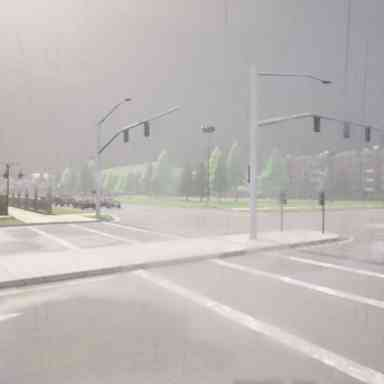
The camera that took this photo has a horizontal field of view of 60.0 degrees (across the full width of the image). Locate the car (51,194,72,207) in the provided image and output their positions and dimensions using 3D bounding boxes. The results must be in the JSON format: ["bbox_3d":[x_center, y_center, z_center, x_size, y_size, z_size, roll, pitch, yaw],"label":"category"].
[{"bbox_3d":[-20.295,1.304,53.146,2.150,2.045,5.566,0,0,-36],"label":"car"}]

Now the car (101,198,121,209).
[{"bbox_3d":[-11.772,1.596,47.377,2.128,1.511,4.902,0,0,-36],"label":"car"}]

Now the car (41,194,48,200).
[{"bbox_3d":[-26.441,1.304,61.684,2.150,2.045,5.566,0,0,-36],"label":"car"}]

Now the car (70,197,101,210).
[{"bbox_3d":[-14.575,1.685,45.277,1.895,1.301,4.718,0,0,-36],"label":"car"}]

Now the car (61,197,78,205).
[{"bbox_3d":[-23.361,1.667,63.399,1.994,1.385,4.181,0,0,-36],"label":"car"}]

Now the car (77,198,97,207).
[{"bbox_3d":[-17.543,1.668,55.312,1.994,1.385,4.181,0,0,-36],"label":"car"}]
